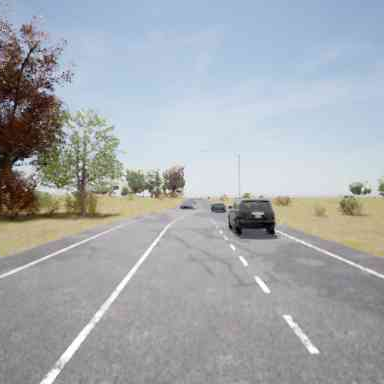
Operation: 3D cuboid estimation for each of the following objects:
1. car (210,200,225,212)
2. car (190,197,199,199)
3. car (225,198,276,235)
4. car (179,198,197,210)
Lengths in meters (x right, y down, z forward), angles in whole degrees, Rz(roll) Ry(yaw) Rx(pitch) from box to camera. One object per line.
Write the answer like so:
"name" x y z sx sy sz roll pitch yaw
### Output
"car" 3.528 1.901 45.620 2.128 1.511 4.902 0 -1 0
"car" 0.047 2.059 78.318 2.097 1.767 4.553 0 -1 0
"car" 3.512 1.406 20.331 2.150 2.045 5.566 0 -1 0
"car" -0.683 2.014 50.439 1.994 1.385 4.181 0 -1 6
